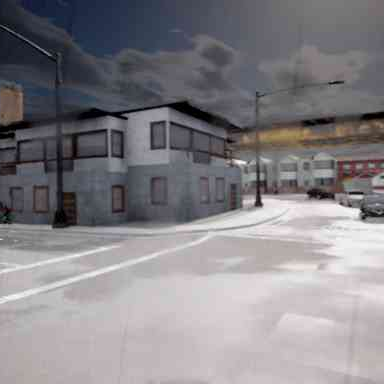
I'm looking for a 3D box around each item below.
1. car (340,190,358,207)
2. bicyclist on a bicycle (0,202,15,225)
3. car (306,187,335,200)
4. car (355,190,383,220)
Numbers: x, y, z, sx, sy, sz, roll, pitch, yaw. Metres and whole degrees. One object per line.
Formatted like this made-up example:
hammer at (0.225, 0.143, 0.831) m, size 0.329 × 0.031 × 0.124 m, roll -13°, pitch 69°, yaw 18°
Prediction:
car at (14.882, 0.539, 30.527) m, size 1.812 × 1.442 × 4.674 m, roll -1°, pitch 2°, yaw 11°
bicyclist on a bicycle at (-13.046, 1.508, 23.095) m, size 0.582 × 1.620 × 1.656 m, roll -2°, pitch 0°, yaw 29°
car at (15.721, 0.176, 40.789) m, size 1.882 × 1.535 × 5.008 m, roll -1°, pitch 1°, yaw -2°
car at (11.549, 0.873, 20.931) m, size 1.837 × 1.490 × 4.892 m, roll -1°, pitch 2°, yaw 24°
